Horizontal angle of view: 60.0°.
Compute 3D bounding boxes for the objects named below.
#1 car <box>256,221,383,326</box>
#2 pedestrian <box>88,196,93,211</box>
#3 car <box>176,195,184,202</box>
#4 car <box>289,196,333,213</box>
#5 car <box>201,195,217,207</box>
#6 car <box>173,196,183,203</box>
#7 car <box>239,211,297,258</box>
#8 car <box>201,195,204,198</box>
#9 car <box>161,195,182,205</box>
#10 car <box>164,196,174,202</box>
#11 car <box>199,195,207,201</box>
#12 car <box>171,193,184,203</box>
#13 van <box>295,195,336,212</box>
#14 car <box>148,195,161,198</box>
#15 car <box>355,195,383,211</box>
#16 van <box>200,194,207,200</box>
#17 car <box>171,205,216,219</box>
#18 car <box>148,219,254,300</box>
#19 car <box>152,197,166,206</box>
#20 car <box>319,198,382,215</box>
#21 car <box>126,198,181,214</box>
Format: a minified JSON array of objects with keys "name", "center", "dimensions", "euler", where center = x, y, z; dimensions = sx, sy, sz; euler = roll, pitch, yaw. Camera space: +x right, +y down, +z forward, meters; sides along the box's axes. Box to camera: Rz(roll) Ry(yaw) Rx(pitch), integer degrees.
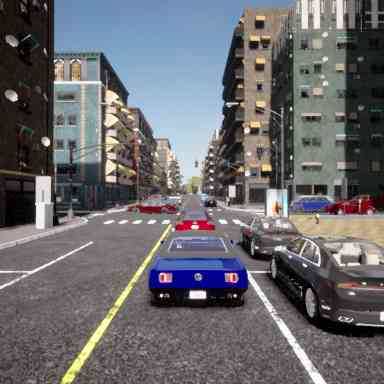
[{"name":"car","center":[2.848,1.553,6.961],"dimensions":[2.008,1.369,4.403],"euler":[1,0,0]},{"name":"pedestrian","center":[-12.421,1.347,40.729],"dimensions":[0.375,1.860,0.375],"euler":[0,0,1]},{"name":"car","center":[-2.791,1.532,79.061],"dimensions":[1.837,1.490,4.892],"euler":[0,0,0]},{"name":"car","center":[12.208,1.281,34.950],"dimensions":[4.553,1.767,2.097],"euler":[0,-1,1]},{"name":"car","center":[2.835,1.585,50.724],"dimensions":[1.947,1.339,4.313],"euler":[1,0,0]},{"name":"car","center":[-2.827,1.591,68.652],"dimensions":[1.994,1.385,4.181],"euler":[0,0,0]},{"name":"car","center":[2.863,1.555,12.530],"dimensions":[2.008,1.369,4.403],"euler":[1,0,0]},{"name":"car","center":[2.849,1.603,56.294],"dimensions":[1.802,1.307,4.206],"euler":[1,0,0]},{"name":"car","center":[-2.974,1.565,48.709],"dimensions":[2.033,1.411,5.357],"euler":[0,0,1]},{"name":"car","center":[-5.471,1.597,78.641],"dimensions":[1.947,1.339,4.313],"euler":[1,0,0]},{"name":"car","center":[2.938,1.581,89.721],"dimensions":[1.887,1.381,4.507],"euler":[1,0,0]},{"name":"car","center":[-2.923,1.244,58.710],"dimensions":[2.150,2.045,5.566],"euler":[0,0,1]},{"name":"van","center":[13.863,1.296,37.514],"dimensions":[3.998,1.788,1.690],"euler":[0,0,1]},{"name":"car","center":[-5.541,1.334,50.786],"dimensions":[2.192,1.841,5.009],"euler":[1,0,0]},{"name":"car","center":[19.390,1.228,37.460],"dimensions":[5.009,1.841,2.192],"euler":[0,0,1]},{"name":"van","center":[2.911,1.373,78.580],"dimensions":[1.690,1.788,3.998],"euler":[1,0,0]},{"name":"car","center":[0.140,1.570,17.210],"dimensions":[1.994,1.385,4.181],"euler":[0,0,0]},{"name":"car","center":[0.121,1.603,8.347],"dimensions":[1.895,1.301,4.718],"euler":[0,0,0]},{"name":"car","center":[-5.530,1.566,56.357],"dimensions":[1.887,1.381,4.507],"euler":[1,0,0]},{"name":"car","center":[13.780,1.413,29.133],"dimensions":[4.206,1.307,1.802],"euler":[0,0,1]},{"name":"car","center":[-4.119,1.604,35.106],"dimensions":[5.357,1.411,2.033],"euler":[0,-1,1]}]
